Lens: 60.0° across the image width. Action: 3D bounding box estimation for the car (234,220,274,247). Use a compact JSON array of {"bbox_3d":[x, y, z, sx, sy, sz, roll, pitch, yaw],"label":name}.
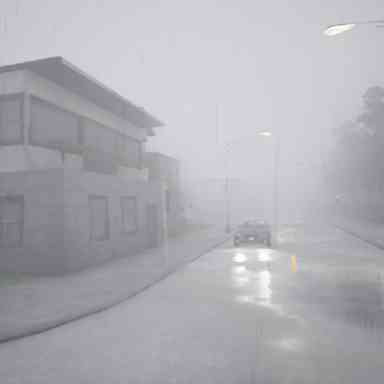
[{"bbox_3d":[3.690,2.355,19.464,1.994,1.385,4.181,-3,-3,16],"label":"car"}]
